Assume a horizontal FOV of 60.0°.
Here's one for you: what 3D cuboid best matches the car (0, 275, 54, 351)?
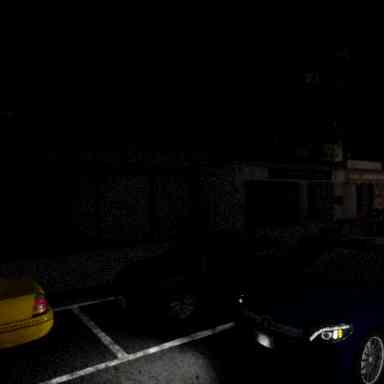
[{"bbox_3d":[-4.218,1.533,3.759,4.829,1.417,1.752,0,0,-35],"label":"car"}]

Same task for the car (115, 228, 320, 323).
[{"bbox_3d":[0.539,1.540,7.144,4.313,1.339,1.947,0,0,-35],"label":"car"}]

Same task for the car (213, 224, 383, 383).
[{"bbox_3d":[2.761,1.495,5.341,4.674,1.442,1.812,0,0,-35],"label":"car"}]

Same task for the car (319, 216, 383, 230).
[{"bbox_3d":[5.157,1.485,10.430,4.507,1.381,1.887,0,0,-35],"label":"car"}]
